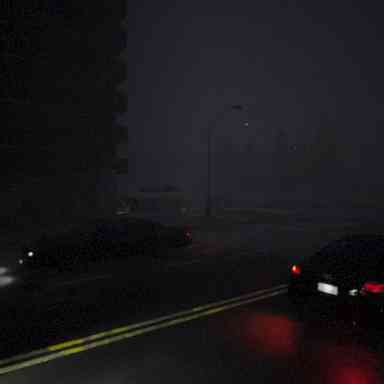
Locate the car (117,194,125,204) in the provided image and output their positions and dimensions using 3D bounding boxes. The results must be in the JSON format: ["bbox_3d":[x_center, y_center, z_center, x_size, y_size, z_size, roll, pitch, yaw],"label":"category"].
[{"bbox_3d":[-12.484,1.166,56.262,4.892,1.490,1.837,-1,0,23],"label":"car"}]

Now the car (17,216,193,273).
[{"bbox_3d":[-2.549,1.496,10.718,5.357,1.411,2.033,-1,1,-35],"label":"car"}]

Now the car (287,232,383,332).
[{"bbox_3d":[3.794,1.478,6.455,4.181,1.385,1.994,-1,1,-35],"label":"car"}]

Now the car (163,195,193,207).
[{"bbox_3d":[-1.818,1.130,42.245,1.882,1.535,5.008,-1,1,-37],"label":"car"}]

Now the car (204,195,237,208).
[{"bbox_3d":[3.460,1.098,40.909,2.128,1.511,4.902,-1,1,-36],"label":"car"}]
